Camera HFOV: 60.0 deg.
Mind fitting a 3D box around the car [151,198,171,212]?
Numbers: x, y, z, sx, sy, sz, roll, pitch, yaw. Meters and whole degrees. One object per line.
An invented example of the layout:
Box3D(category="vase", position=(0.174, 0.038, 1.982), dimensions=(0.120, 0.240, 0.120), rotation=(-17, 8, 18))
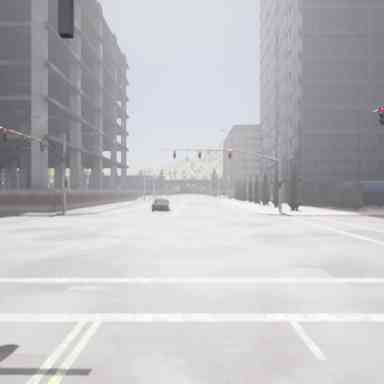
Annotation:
Box3D(category="car", position=(-3.500, 1.461, 37.856), dimensions=(1.882, 1.535, 5.008), rotation=(0, 0, 0))
